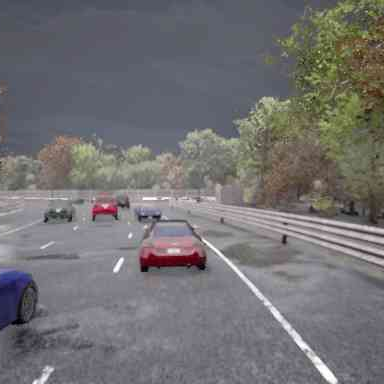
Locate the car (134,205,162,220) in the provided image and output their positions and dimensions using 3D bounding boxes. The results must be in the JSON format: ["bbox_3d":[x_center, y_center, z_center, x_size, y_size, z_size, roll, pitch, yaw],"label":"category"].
[{"bbox_3d":[-3.830,1.714,28.126,1.895,1.301,4.718,0,0,-15],"label":"car"}]

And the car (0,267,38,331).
[{"bbox_3d":[-3.654,1.556,4.164,1.812,1.442,4.674,0,0,-3],"label":"car"}]

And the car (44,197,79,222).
[{"bbox_3d":[-10.968,1.495,27.890,2.097,1.767,4.553,0,0,-16],"label":"car"}]

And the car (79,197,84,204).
[{"bbox_3d":[-24.215,1.841,69.447,1.837,1.490,4.892,0,0,-39],"label":"car"}]

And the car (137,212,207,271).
[{"bbox_3d":[-0.706,1.606,11.182,1.994,1.385,4.181,0,0,-6],"label":"car"}]

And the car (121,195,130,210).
[{"bbox_3d":[-10.174,1.424,46.201,2.150,2.045,5.566,0,0,-24],"label":"car"}]

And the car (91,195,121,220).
[{"bbox_3d":[-7.938,1.359,30.205,2.150,2.045,5.566,0,0,-16],"label":"car"}]
